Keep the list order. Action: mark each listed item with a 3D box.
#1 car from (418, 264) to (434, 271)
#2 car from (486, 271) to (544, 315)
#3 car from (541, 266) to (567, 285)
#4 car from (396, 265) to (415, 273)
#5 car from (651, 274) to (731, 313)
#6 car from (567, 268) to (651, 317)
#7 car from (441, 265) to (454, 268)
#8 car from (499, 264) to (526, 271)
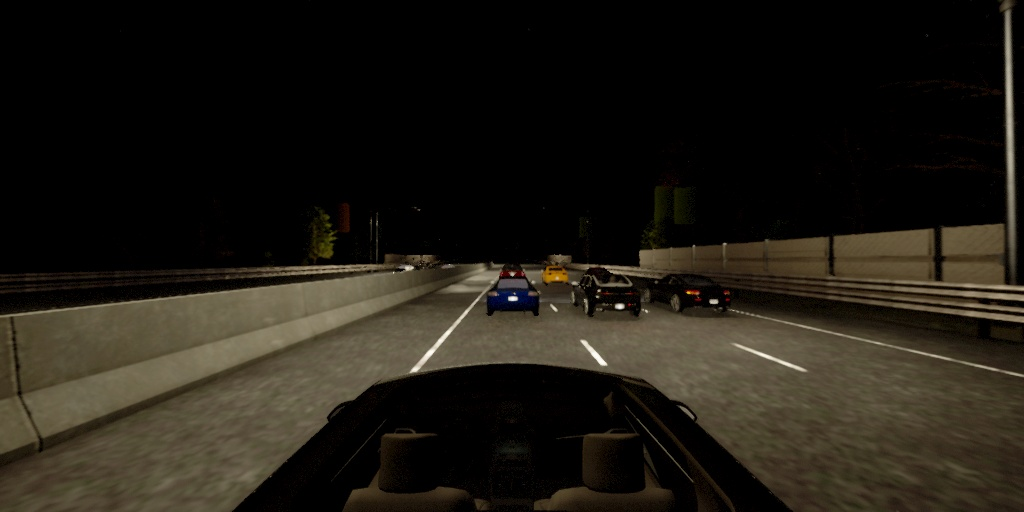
[{"bbox_3d":[-14.086,2.001,59.126,1.837,1.490,4.892,0,-1,0],"label":"car"},{"bbox_3d":[0.048,1.482,14.483,1.994,1.385,4.181,0,-1,0],"label":"car"},{"bbox_3d":[3.552,1.601,30.305,1.882,1.535,5.008,0,0,0],"label":"car"},{"bbox_3d":[-17.578,2.096,59.061,1.895,1.301,4.718,0,-1,0],"label":"car"},{"bbox_3d":[7.050,1.446,14.784,1.812,1.442,4.674,0,0,1],"label":"car"},{"bbox_3d":[3.542,1.419,14.127,1.837,1.490,4.892,0,0,0],"label":"car"},{"bbox_3d":[-10.581,2.097,59.190,1.895,1.301,4.718,0,-1,0],"label":"car"},{"bbox_3d":[0.042,1.459,29.025,2.097,1.767,4.553,0,-1,0],"label":"car"}]
